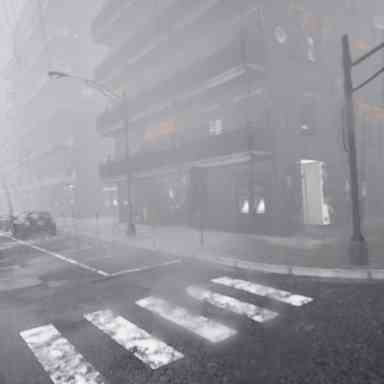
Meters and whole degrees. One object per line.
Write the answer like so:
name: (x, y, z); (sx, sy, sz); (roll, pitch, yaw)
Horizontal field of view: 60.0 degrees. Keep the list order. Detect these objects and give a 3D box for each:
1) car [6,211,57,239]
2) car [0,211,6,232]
car: (-9.898, 1.898, 20.678); (1.967, 1.590, 4.097); (-2, -1, -39)
car: (-13.361, 2.185, 25.030); (2.008, 1.369, 4.403); (-2, -1, -39)
